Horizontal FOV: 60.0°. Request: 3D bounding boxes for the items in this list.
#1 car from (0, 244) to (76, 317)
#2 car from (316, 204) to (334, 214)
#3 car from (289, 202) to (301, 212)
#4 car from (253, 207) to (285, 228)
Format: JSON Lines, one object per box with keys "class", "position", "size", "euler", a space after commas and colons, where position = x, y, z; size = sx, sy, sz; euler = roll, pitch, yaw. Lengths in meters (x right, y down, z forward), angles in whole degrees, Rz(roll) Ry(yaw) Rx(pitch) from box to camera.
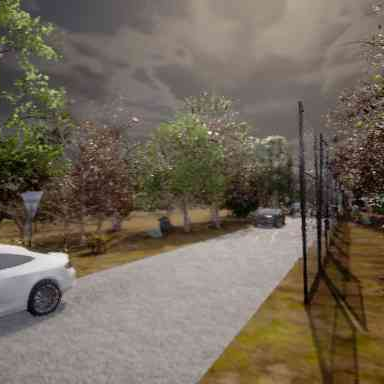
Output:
{"class": "car", "position": [-4.342, 1.736, 5.976], "size": [1.812, 1.442, 4.674], "euler": [-2, -1, 34]}
{"class": "car", "position": [19.128, 2.421, 47.734], "size": [1.994, 1.385, 4.181], "euler": [-2, -2, 26]}
{"class": "car", "position": [13.537, 2.033, 42.371], "size": [1.837, 1.490, 4.892], "euler": [-2, -2, 25]}
{"class": "car", "position": [6.391, 2.062, 27.415], "size": [1.837, 1.490, 4.892], "euler": [-2, -2, 25]}
